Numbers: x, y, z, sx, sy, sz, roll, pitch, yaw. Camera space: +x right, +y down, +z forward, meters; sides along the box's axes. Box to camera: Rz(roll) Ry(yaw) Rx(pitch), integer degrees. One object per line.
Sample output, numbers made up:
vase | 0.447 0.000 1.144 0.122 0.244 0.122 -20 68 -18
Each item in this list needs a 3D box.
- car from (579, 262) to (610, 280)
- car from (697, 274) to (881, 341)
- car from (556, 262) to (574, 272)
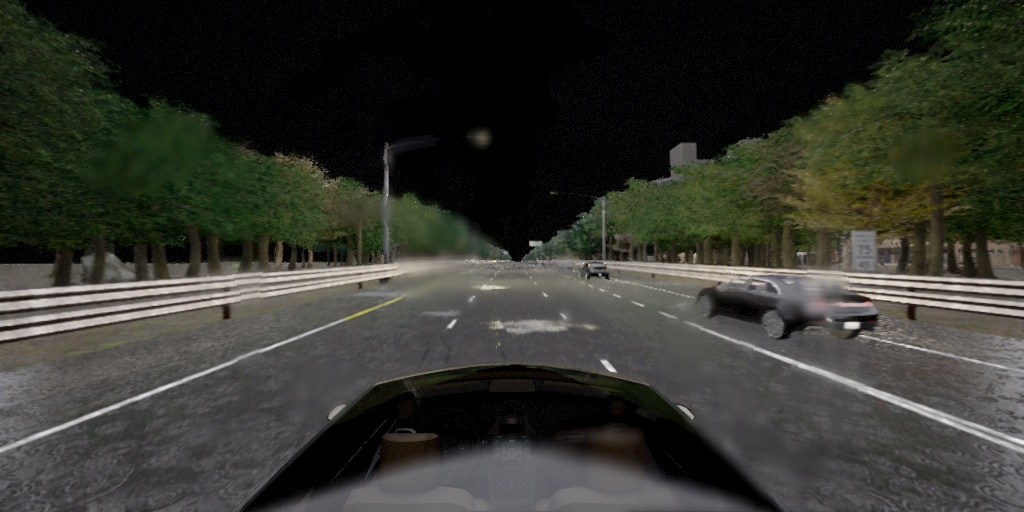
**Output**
car | 7.001 1.259 30.871 1.837 1.490 4.892 0 0 0
car | 7.060 1.244 9.914 2.128 1.511 4.902 0 0 -1
car | 7.038 1.416 48.031 1.895 1.301 4.718 0 0 0
